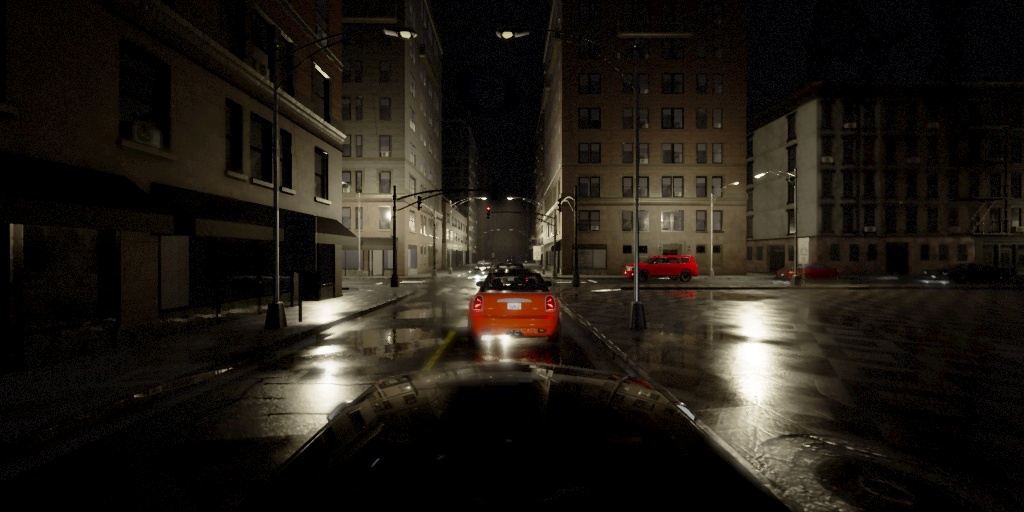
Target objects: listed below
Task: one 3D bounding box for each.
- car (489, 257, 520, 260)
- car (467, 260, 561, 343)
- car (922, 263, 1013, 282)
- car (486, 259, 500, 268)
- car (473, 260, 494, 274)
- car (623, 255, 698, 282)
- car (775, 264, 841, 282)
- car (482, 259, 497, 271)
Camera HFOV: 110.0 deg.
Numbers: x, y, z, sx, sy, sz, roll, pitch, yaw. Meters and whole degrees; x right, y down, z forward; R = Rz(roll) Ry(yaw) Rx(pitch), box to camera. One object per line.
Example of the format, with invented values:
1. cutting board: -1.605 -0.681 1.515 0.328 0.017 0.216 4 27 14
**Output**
1. car: -0.168 1.101 18.784 2.097 1.767 4.553 0 0 -3
2. car: 0.055 1.102 9.864 2.097 1.767 4.553 0 0 0
3. car: 36.469 1.302 28.737 5.357 1.411 2.033 0 0 0
4. car: -3.223 1.293 61.700 2.033 1.411 5.357 0 0 0
5. car: -3.190 1.238 41.181 2.128 1.511 4.902 0 0 0
6. car: 11.794 0.973 28.524 5.566 2.045 2.150 0 0 0
7. car: 23.561 1.319 28.632 4.181 1.385 1.994 0 0 -1
8. car: -3.199 1.251 51.429 1.837 1.490 4.892 0 0 0
